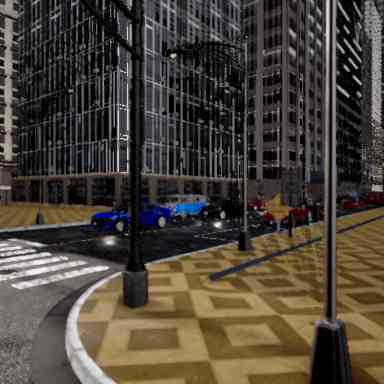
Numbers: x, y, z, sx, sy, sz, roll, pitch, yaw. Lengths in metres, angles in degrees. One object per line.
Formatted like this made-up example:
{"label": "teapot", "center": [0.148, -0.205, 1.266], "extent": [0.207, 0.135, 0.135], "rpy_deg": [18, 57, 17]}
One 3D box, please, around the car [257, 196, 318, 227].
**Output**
{"label": "car", "center": [6.223, 1.253, 21.387], "extent": [1.967, 1.590, 4.097], "rpy_deg": [1, 1, 39]}

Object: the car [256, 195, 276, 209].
{"label": "car", "center": [8.878, 1.053, 34.073], "extent": [2.097, 1.767, 4.553], "rpy_deg": [0, 1, 40]}

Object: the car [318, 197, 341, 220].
{"label": "car", "center": [9.746, 1.335, 25.854], "extent": [1.947, 1.339, 4.313], "rpy_deg": [1, 1, 39]}

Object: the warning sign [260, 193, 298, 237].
{"label": "warning sign", "center": [3.909, 0.986, 14.939], "extent": [1.300, 1.860, 1.060], "rpy_deg": [0, 0, 39]}

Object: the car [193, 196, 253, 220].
{"label": "car", "center": [2.558, 1.255, 26.272], "extent": [1.882, 1.535, 5.008], "rpy_deg": [0, 1, 39]}

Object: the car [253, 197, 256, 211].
{"label": "car", "center": [6.740, 1.237, 35.603], "extent": [1.887, 1.381, 4.507], "rpy_deg": [1, 1, 39]}

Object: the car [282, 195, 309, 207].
{"label": "car", "center": [13.881, 1.172, 44.458], "extent": [1.947, 1.339, 4.313], "rpy_deg": [1, 1, 39]}

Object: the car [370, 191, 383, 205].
{"label": "car", "center": [27.534, 0.870, 48.045], "extent": [2.192, 1.841, 5.009], "rpy_deg": [1, 1, 39]}

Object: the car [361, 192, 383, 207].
{"label": "car", "center": [23.967, 0.912, 43.614], "extent": [2.192, 1.841, 5.009], "rpy_deg": [1, 1, 39]}

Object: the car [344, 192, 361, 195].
{"label": "car", "center": [19.557, 1.121, 42.282], "extent": [1.837, 1.490, 4.892], "rpy_deg": [0, 1, 39]}

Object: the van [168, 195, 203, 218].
{"label": "van", "center": [-0.481, 1.119, 26.809], "extent": [1.690, 1.788, 3.998], "rpy_deg": [1, 1, 39]}

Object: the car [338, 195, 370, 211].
{"label": "car", "center": [16.829, 1.265, 34.756], "extent": [1.802, 1.307, 4.206], "rpy_deg": [1, 1, 39]}

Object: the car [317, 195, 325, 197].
{"label": "car", "center": [21.018, 1.086, 53.320], "extent": [1.947, 1.339, 4.313], "rpy_deg": [1, 1, 39]}

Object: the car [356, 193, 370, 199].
{"label": "car", "center": [38.858, 0.874, 75.475], "extent": [1.947, 1.339, 4.313], "rpy_deg": [1, 1, 39]}

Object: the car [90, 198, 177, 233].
{"label": "car", "center": [-3.379, 1.326, 18.899], "extent": [1.882, 1.535, 5.008], "rpy_deg": [0, 1, 39]}
